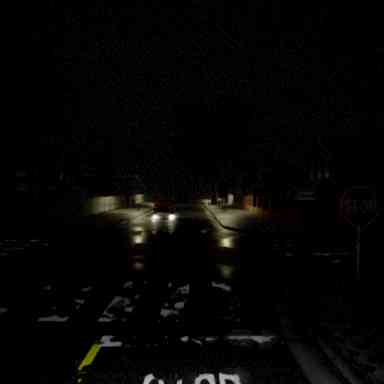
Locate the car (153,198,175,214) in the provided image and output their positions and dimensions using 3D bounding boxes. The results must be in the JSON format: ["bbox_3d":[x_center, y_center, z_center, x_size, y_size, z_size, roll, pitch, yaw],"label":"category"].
[{"bbox_3d":[-2.737,1.339,33.197,1.882,1.535,5.008,0,0,0],"label":"car"}]
